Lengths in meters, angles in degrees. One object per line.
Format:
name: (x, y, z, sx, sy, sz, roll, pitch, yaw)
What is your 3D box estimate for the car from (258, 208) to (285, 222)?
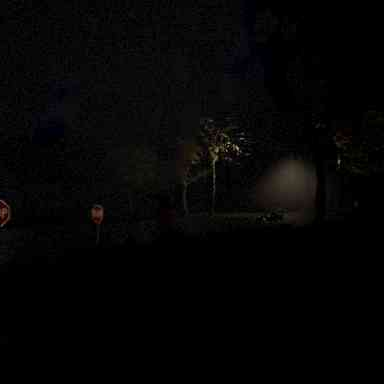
car: (10.589, 3.257, 44.518, 1.895, 1.301, 4.718, 0, -1, 36)

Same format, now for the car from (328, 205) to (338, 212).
car: (37.391, 4.340, 87.749, 2.097, 1.767, 4.553, 0, -1, 36)
